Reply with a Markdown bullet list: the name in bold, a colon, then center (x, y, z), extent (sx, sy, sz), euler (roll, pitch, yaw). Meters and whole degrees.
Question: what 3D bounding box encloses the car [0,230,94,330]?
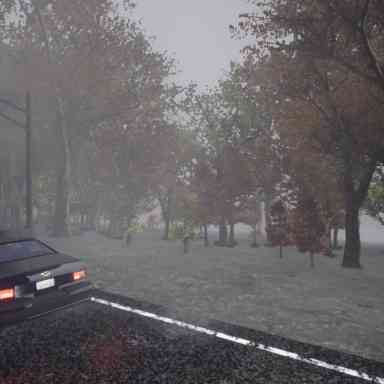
- **car**: center (-4.181, 1.506, 6.621), extent (5.357, 1.411, 2.033), euler (-2, 1, 39)
